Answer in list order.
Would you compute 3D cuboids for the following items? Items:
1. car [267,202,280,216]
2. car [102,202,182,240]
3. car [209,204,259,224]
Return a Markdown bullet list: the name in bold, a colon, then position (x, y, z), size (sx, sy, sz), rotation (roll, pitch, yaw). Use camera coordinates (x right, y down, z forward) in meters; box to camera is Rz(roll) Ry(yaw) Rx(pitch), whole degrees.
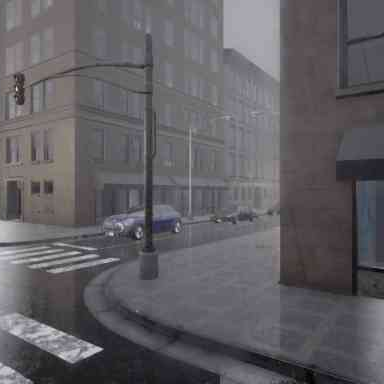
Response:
- **car**: position (9.667, 1.743, 34.876), size (2.033, 1.411, 5.357), rotation (0, 0, 36)
- **car**: position (-2.553, 1.432, 17.689), size (2.097, 1.767, 4.553), rotation (0, 0, 35)
- **car**: position (3.482, 1.685, 26.192), size (2.033, 1.411, 5.357), rotation (0, 0, 35)
